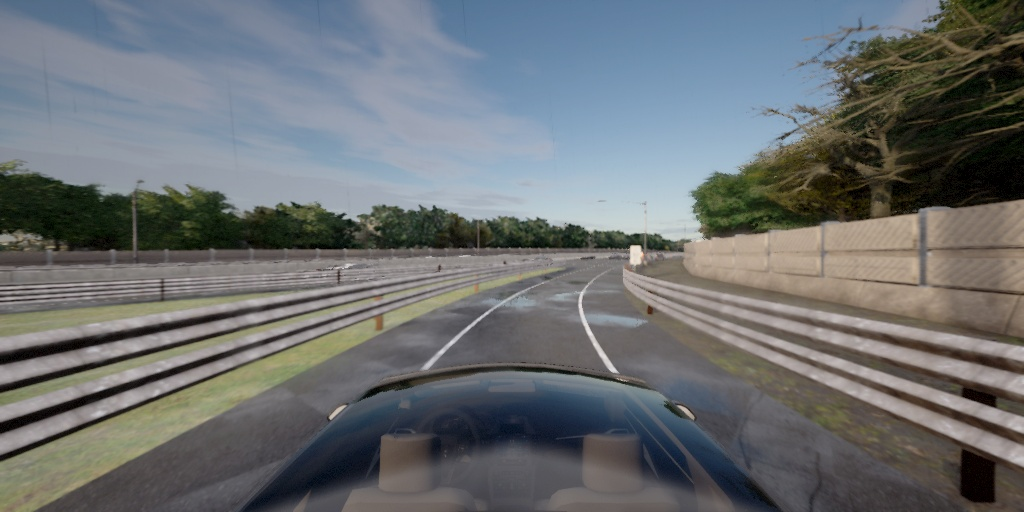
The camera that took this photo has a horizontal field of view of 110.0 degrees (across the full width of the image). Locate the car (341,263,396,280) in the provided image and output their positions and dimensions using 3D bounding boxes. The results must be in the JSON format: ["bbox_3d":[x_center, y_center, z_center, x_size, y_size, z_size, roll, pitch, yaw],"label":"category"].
[{"bbox_3d":[-14.284,1.516,36.723,2.128,1.511,4.902,1,2,40],"label":"car"}]

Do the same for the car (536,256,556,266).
[{"bbox_3d":[5.639,0.812,60.745,2.128,1.511,4.902,1,1,40],"label":"car"}]

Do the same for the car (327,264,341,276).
[{"bbox_3d":[-16.981,1.513,38.954,1.812,1.442,4.674,1,2,40],"label":"car"}]

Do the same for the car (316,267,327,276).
[{"bbox_3d":[-19.656,1.555,41.212,1.895,1.301,4.718,1,2,40],"label":"car"}]
